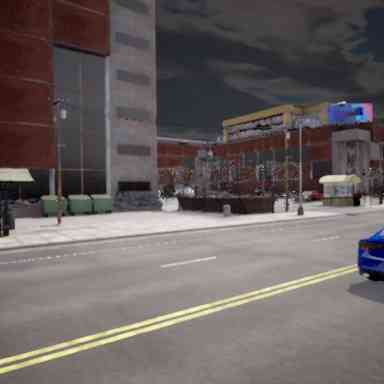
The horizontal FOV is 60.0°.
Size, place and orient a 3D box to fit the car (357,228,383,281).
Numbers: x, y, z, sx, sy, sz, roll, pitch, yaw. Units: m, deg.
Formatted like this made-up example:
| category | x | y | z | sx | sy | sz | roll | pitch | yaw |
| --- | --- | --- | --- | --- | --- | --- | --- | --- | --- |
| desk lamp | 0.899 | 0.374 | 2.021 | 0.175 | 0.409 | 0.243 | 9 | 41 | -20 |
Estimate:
| category | x | y | z | sx | sy | sz | roll | pitch | yaw |
| --- | --- | --- | --- | --- | --- | --- | --- | --- | --- |
| car | 6.051 | 1.332 | 8.129 | 5.008 | 1.535 | 1.882 | -1 | 1 | -35 |

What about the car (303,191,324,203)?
| category | x | y | z | sx | sy | sz | roll | pitch | yaw |
| --- | --- | --- | --- | --- | --- | --- | --- | --- | --- |
| car | 16.666 | 0.631 | 47.146 | 4.553 | 1.767 | 2.185 | -1 | 1 | -36 |

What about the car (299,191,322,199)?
| category | x | y | z | sx | sy | sz | roll | pitch | yaw |
| --- | --- | --- | --- | --- | --- | --- | --- | --- | --- |
| car | 23.553 | 0.542 | 66.216 | 4.674 | 1.452 | 2.002 | -1 | 1 | -36 |
